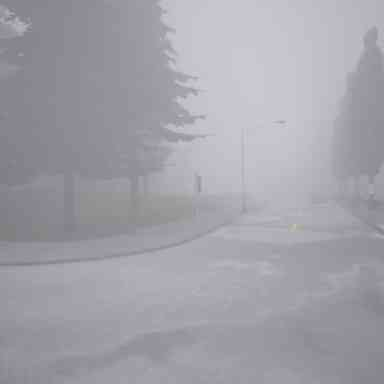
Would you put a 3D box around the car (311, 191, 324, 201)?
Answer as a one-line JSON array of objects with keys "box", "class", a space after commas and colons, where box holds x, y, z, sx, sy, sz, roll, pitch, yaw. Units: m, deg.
[{"box": [20.334, 0.596, 54.146, 1.882, 1.535, 5.008, -1, 0, 20], "class": "car"}]

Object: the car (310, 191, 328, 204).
[{"box": [16.481, 0.855, 43.050, 1.994, 1.385, 4.181, -1, 0, 20], "class": "car"}]
